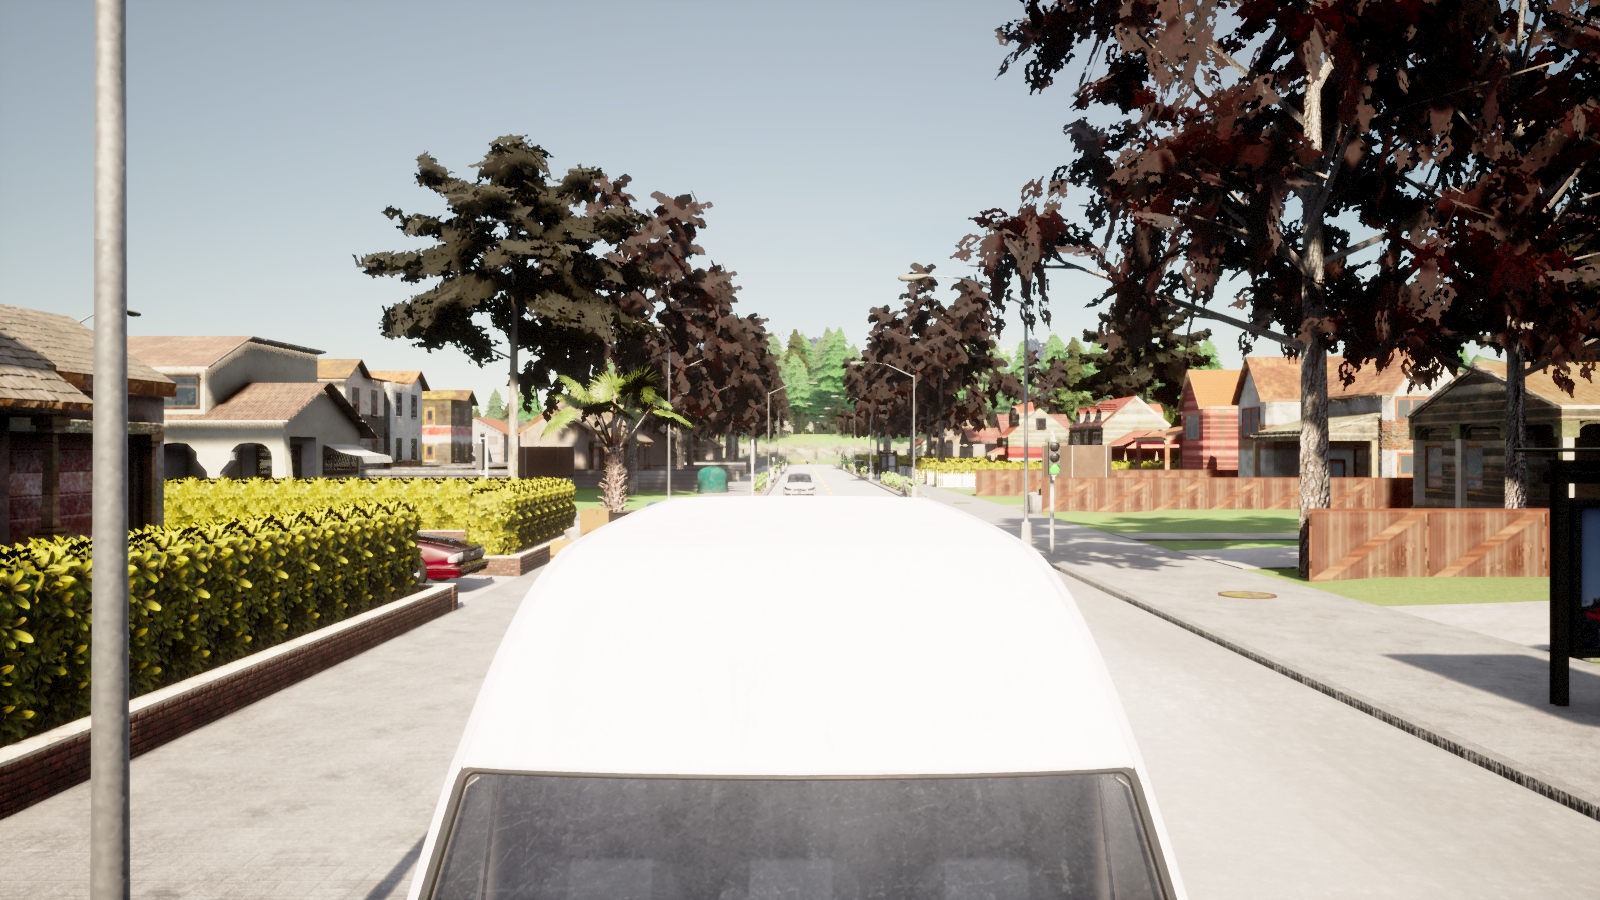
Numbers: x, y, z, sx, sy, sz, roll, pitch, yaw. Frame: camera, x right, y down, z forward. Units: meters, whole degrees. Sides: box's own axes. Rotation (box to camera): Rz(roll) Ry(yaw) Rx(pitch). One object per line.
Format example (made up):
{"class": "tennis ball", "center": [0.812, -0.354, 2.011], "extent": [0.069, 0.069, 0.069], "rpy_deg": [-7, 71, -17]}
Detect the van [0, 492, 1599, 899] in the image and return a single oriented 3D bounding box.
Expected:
{"class": "van", "center": [0.002, 1.537, 4.030], "extent": [1.988, 2.561, 5.915], "rpy_deg": [0, 0, 0]}

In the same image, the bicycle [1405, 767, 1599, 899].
{"class": "bicycle", "center": [2.687, 2.062, 3.844], "extent": [0.329, 1.471, 1.835], "rpy_deg": [0, 0, 0]}

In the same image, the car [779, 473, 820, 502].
{"class": "car", "center": [-0.024, 2.087, 64.511], "extent": [2.231, 1.480, 4.892], "rpy_deg": [0, 0, 0]}
